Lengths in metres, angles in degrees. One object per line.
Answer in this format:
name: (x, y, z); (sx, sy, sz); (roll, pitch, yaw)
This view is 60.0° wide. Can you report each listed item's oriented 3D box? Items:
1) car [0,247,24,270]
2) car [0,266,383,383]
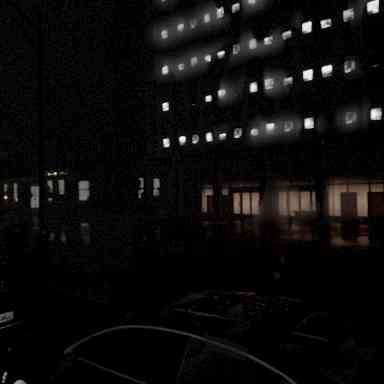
car: (-4.479, 1.593, 6.070); (4.403, 1.369, 2.008); (0, -1, 35)
car: (0.059, 1.560, 2.845); (4.403, 1.369, 2.008); (0, -1, 35)
